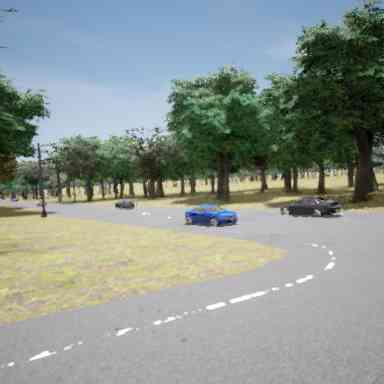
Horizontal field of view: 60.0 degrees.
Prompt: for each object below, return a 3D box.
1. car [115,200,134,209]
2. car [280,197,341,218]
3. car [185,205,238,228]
[{"bbox_3d":[-11.311,2.033,55.348,2.128,1.511,4.902,-5,2,-35],"label":"car"},{"bbox_3d":[9.237,1.176,26.365,1.837,1.490,4.892,-5,2,-35],"label":"car"},{"bbox_3d":[1.364,1.733,25.395,1.882,1.535,5.008,-5,2,-35],"label":"car"}]
